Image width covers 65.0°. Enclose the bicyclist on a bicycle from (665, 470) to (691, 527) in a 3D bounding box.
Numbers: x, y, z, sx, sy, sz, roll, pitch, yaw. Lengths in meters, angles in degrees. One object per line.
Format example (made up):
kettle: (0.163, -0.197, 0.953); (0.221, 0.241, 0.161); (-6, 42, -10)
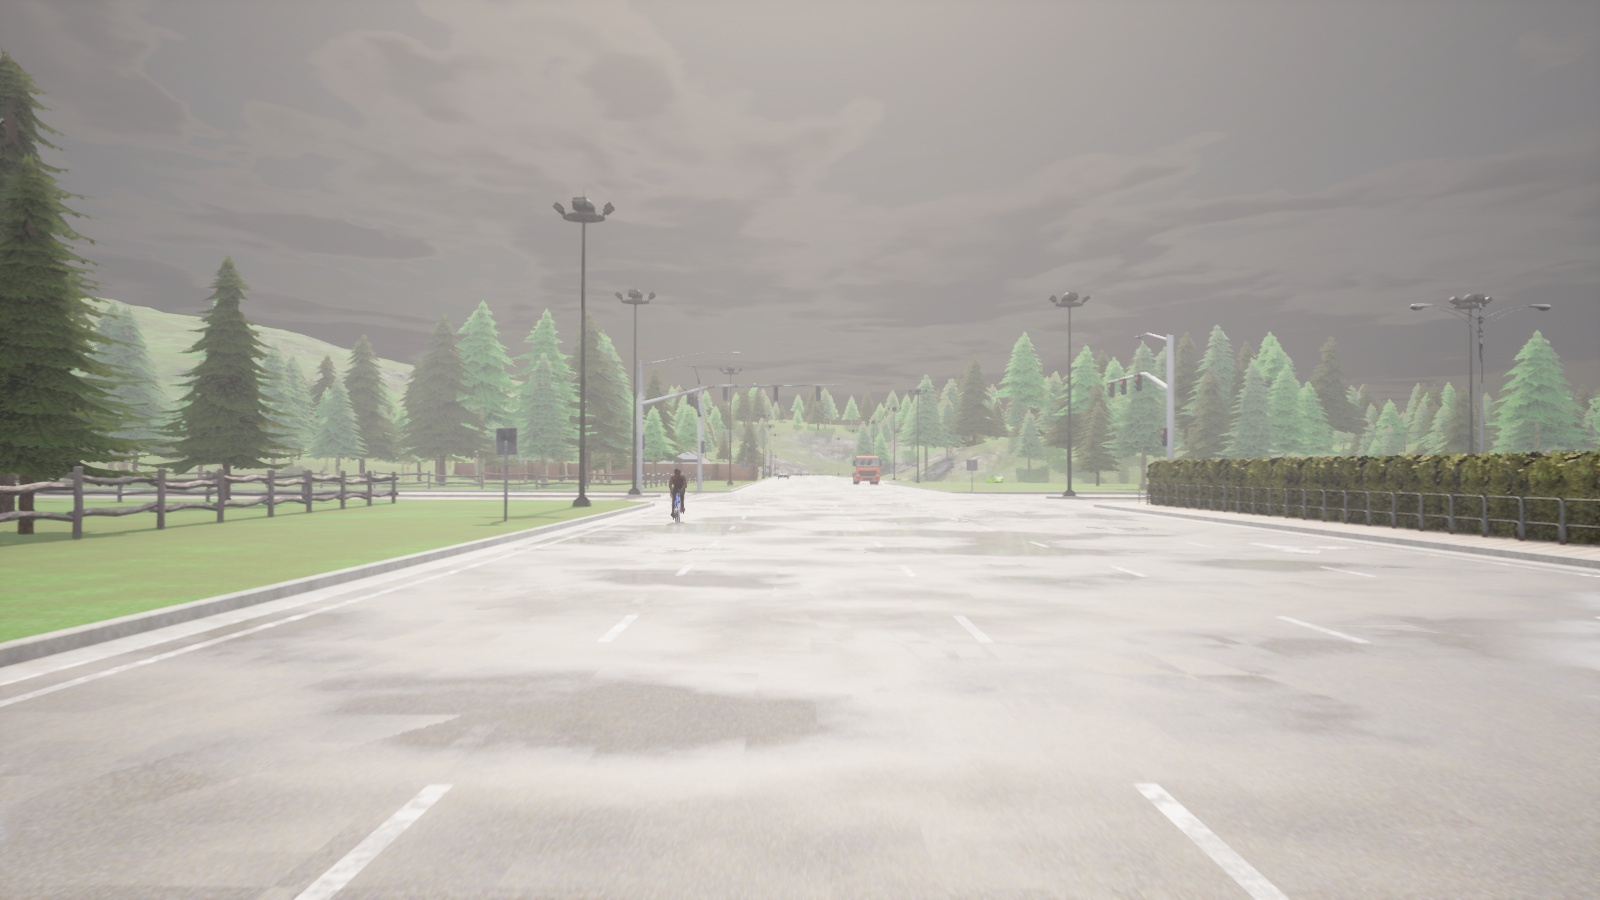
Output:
bicyclist on a bicycle: (-3.586, 1.401, 36.968); (0.582, 1.620, 1.656); (0, -1, 0)
